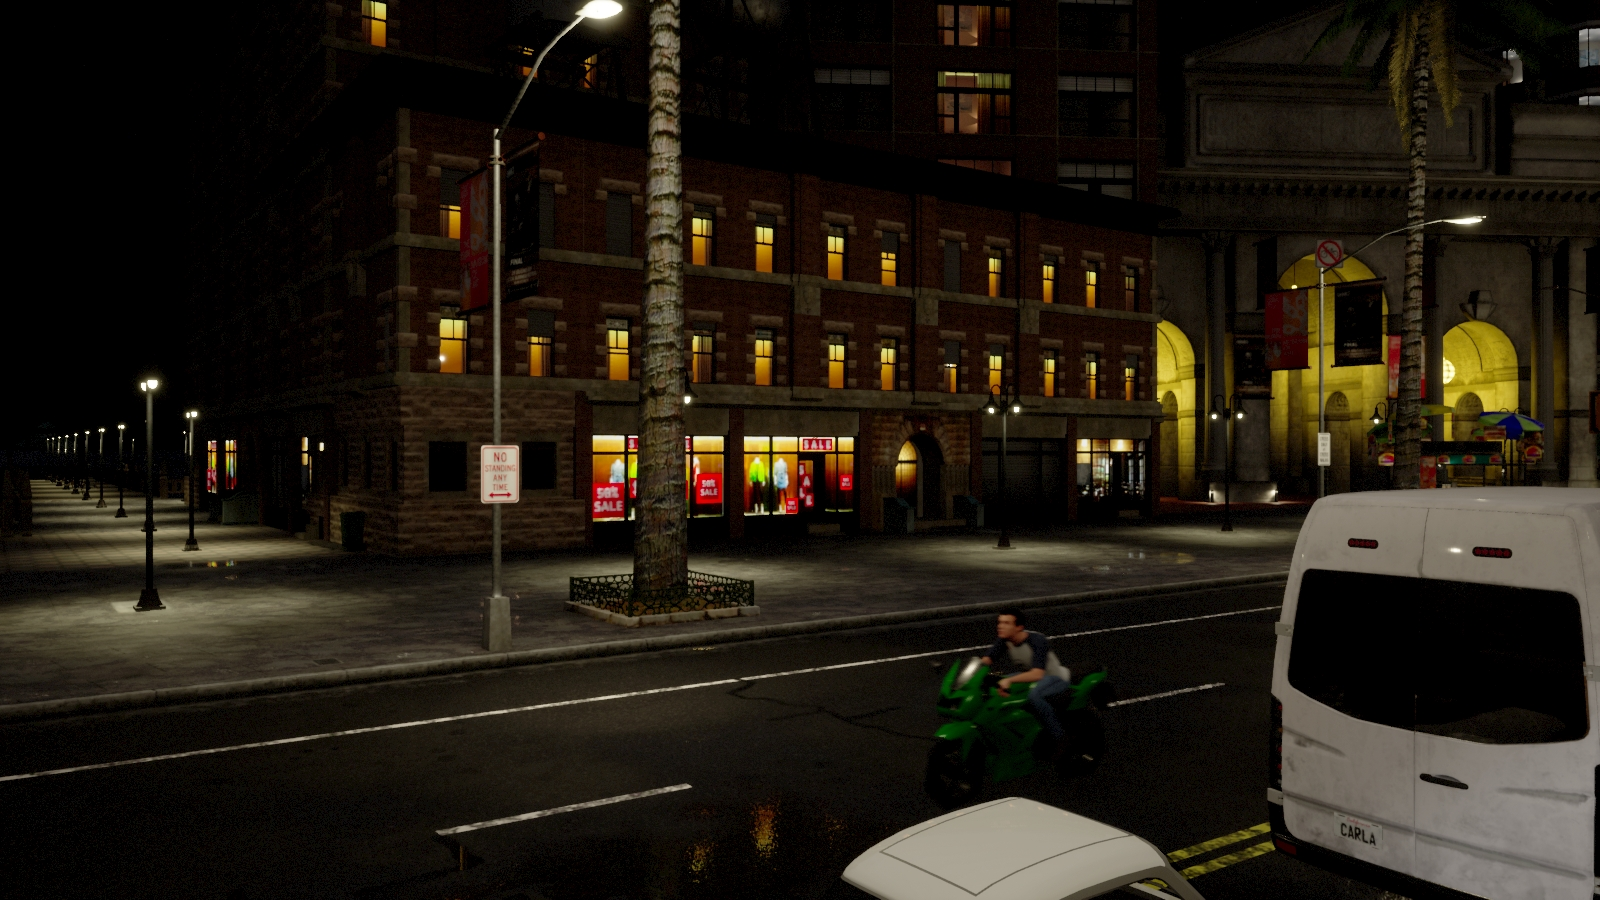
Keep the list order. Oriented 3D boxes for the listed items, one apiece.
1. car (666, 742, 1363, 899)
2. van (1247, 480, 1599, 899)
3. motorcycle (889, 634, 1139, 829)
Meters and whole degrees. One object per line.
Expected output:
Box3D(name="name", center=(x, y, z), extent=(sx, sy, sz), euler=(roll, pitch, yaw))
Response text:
Box3D(name="car", center=(0.827, 2.120, 4.347), extent=(2.207, 1.376, 1.481), euler=(0, 0, -35))
Box3D(name="van", center=(5.722, 1.534, 7.821), extent=(5.915, 2.561, 1.988), euler=(0, 0, -35))
Box3D(name="motorcycle", center=(1.770, 2.213, 9.305), extent=(2.033, 1.145, 0.803), euler=(0, 0, -35))
